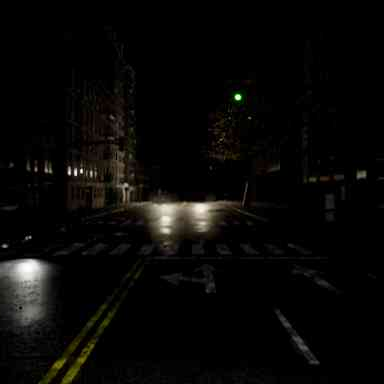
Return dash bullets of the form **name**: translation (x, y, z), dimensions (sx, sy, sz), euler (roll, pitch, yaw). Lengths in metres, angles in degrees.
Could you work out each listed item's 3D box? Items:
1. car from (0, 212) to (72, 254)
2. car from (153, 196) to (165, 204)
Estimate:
- **car**: translation (-6.503, 1.613, 13.909), dimensions (1.812, 1.442, 4.674), euler (0, 0, 0)
- **car**: translation (-6.519, 1.526, 66.647), dimensions (2.097, 1.767, 4.553), euler (0, 0, 0)
